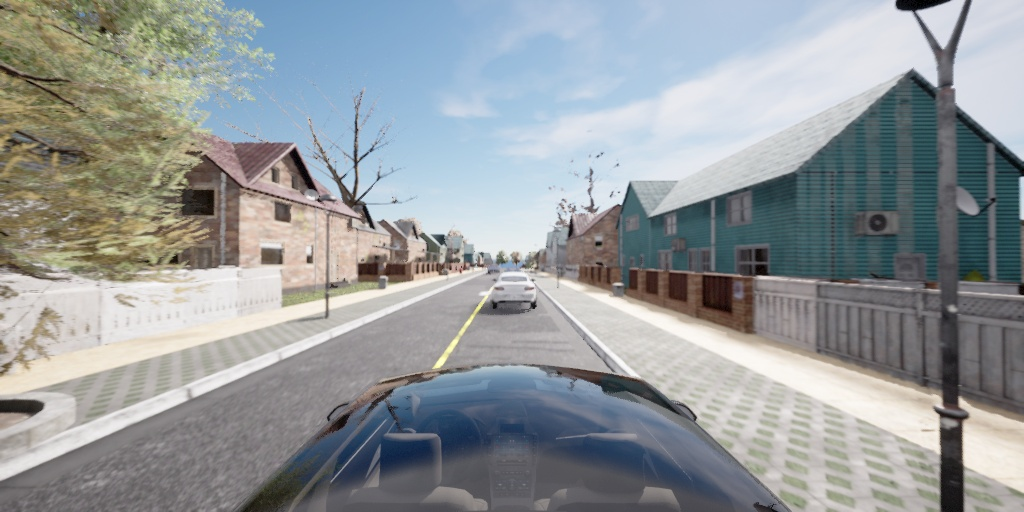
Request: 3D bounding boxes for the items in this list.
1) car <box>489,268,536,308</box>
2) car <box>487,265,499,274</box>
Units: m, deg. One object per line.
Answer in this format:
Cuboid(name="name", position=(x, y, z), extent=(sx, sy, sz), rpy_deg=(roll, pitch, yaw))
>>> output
Cuboid(name="car", position=(0.087, 1.456, 16.254), extent=(1.812, 1.442, 4.674), rpy_deg=(0, -1, 0))
Cuboid(name="car", position=(-2.794, 2.088, 55.559), extent=(2.033, 1.411, 5.357), rpy_deg=(0, -1, 0))
